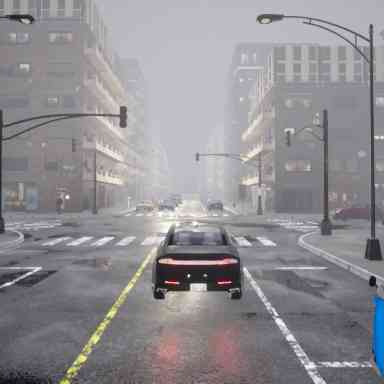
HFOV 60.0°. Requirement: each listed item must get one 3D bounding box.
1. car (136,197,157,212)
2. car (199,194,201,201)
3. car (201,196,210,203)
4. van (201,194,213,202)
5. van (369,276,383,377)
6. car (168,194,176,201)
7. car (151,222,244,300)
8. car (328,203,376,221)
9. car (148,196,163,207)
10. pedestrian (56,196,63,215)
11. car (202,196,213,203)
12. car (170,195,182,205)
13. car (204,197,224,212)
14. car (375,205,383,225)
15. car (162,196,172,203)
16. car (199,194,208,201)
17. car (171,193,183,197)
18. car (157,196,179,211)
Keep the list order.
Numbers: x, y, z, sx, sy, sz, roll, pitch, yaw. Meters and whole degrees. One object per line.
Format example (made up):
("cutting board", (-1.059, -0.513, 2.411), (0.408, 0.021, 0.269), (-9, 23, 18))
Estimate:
("car", (-5.591, 1.541, 39.695), (1.752, 1.417, 4.829), (1, 0, 0))
("car", (2.851, 1.555, 68.230), (1.752, 1.417, 4.829), (1, 0, 0))
("car", (2.861, 1.615, 73.702), (1.802, 1.307, 4.206), (1, 0, 0))
("van", (2.829, 1.365, 56.774), (1.690, 1.788, 3.998), (1, 0, 0))
("van", (2.678, 1.342, 1.901), (1.690, 1.788, 3.998), (1, 0, 0))
("car", (-5.480, 1.484, 90.649), (1.967, 1.590, 4.097), (1, 0, 0))
("car", (0.119, 1.494, 8.389), (2.128, 1.511, 4.902), (0, 0, 0))
("car", (13.702, 1.609, 28.008), (4.097, 1.590, 1.967), (0, -1, 1))
("car", (-5.565, 1.461, 51.150), (1.967, 1.590, 4.097), (1, 0, 0))
("pedestrian", (-12.472, 1.218, 31.321), (0.375, 1.860, 0.375), (0, -1, 1))
("car", (2.801, 1.569, 45.490), (2.008, 1.369, 4.403), (1, 0, 0))
("car", (-2.984, 1.546, 50.747), (1.812, 1.442, 4.674), (0, 0, 0))
("car", (2.789, 1.581, 39.847), (1.947, 1.339, 4.313), (1, 0, 0))
("car", (13.580, 1.584, 19.627), (4.313, 1.339, 1.947), (0, -1, 1))
("car", (-5.518, 1.577, 73.721), (1.887, 1.381, 4.507), (1, 0, 0))
("car", (2.890, 1.355, 84.987), (2.192, 1.841, 5.009), (1, 0, 0))
("car", (-2.930, 1.247, 61.484), (2.150, 2.045, 5.566), (0, 0, 1))
("car", (-3.013, 1.563, 40.843), (2.033, 1.411, 5.357), (0, 0, 0))
